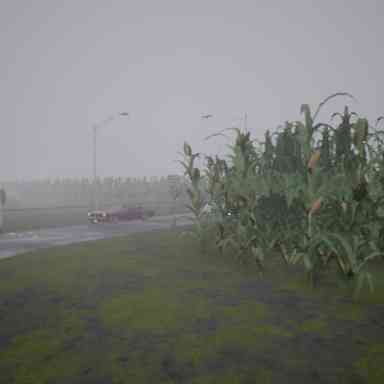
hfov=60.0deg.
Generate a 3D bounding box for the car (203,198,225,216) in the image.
[{"bbox_3d":[2.679,1.253,27.817,1.812,1.442,4.674,-1,0,35],"label":"car"}]

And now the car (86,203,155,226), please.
[{"bbox_3d":[-4.699,1.458,22.331,1.895,1.301,4.718,-1,0,35],"label":"car"}]
